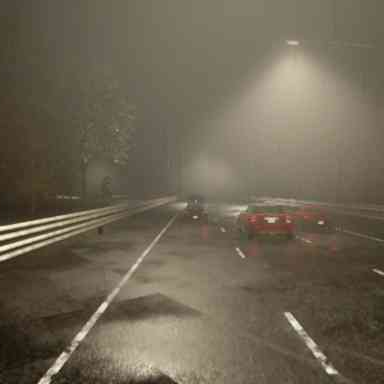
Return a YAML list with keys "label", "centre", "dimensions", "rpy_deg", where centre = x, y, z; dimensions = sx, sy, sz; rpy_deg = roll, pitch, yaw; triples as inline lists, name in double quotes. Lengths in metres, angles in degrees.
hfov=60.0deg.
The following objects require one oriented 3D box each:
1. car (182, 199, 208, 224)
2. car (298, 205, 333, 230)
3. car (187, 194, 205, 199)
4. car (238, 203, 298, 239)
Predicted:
- label: "car"
  centre: [0.256, 1.542, 25.087]
  dimensions: [1.812, 1.442, 4.674]
  rpy_deg: [0, 0, 1]
- label: "car"
  centre: [7.214, 1.541, 20.852]
  dimensions: [1.812, 1.442, 4.674]
  rpy_deg: [0, 0, 1]
- label: "car"
  centre: [0.549, 1.247, 42.993]
  dimensions: [2.150, 2.045, 5.566]
  rpy_deg: [0, 0, 1]
- label: "car"
  centre: [3.683, 1.364, 17.447]
  dimensions: [2.097, 1.767, 4.553]
  rpy_deg: [0, 0, 0]
